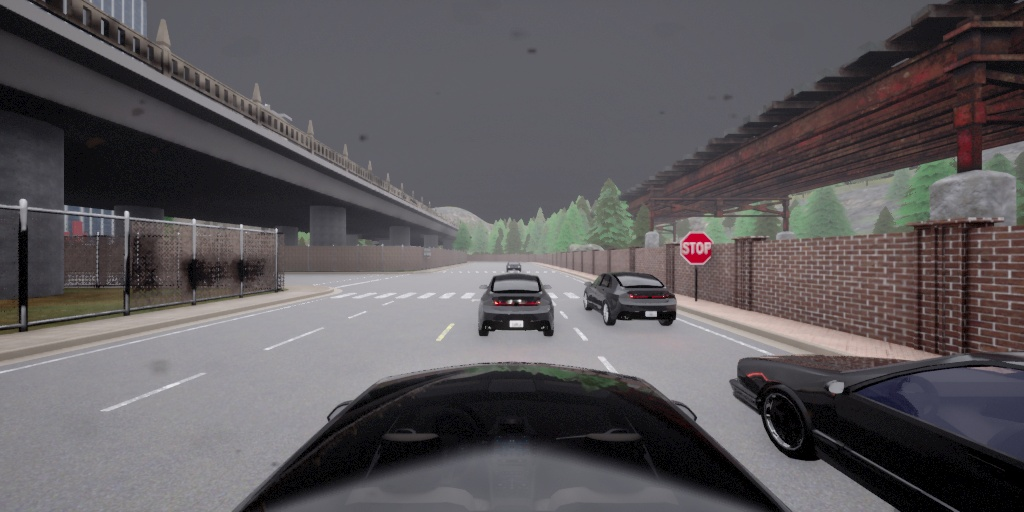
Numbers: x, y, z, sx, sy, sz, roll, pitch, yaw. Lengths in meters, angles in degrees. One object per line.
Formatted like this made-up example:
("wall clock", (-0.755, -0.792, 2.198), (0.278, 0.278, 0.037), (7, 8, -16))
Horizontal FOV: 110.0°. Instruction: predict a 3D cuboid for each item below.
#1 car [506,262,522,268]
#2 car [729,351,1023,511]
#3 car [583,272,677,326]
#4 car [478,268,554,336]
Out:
("car", (0.218, 1.351, 45.468), (1.895, 1.301, 4.718), (0, 0, -1))
("car", (3.600, 1.297, 1.945), (2.033, 1.411, 5.357), (0, 0, 0))
("car", (3.605, 1.255, 11.692), (1.837, 1.490, 4.892), (0, 0, 0))
("car", (0.103, 1.255, 10.334), (1.837, 1.490, 4.892), (0, 0, 0))
